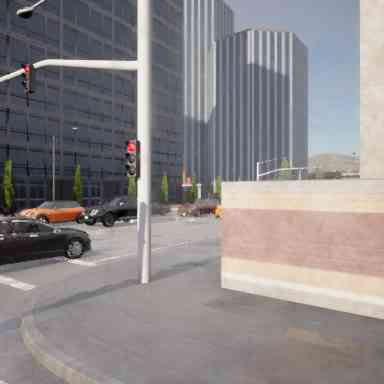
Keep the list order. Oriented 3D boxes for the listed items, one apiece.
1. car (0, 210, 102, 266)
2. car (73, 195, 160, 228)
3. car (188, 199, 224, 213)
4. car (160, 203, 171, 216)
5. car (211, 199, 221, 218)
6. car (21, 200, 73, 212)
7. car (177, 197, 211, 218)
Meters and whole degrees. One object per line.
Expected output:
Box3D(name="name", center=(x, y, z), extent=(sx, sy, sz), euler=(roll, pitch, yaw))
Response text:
Box3D(name="car", center=(-5.537, 1.552, 10.592), extent=(1.837, 1.490, 4.892), euler=(0, 0, 36))
Box3D(name="car", center=(-5.132, 1.277, 23.502), extent=(2.150, 2.045, 5.566), euler=(0, 0, 36))
Box3D(name="car", center=(1.760, 1.560, 39.082), extent=(1.837, 1.490, 4.892), euler=(0, 0, 36))
Box3D(name="car", center=(-4.164, 1.603, 30.851), extent=(2.033, 1.411, 5.357), euler=(0, 0, 36))
Box3D(name="car", center=(4.024, 1.407, 29.911), extent=(2.097, 1.767, 4.553), euler=(0, 0, 36))
Box3D(name="car", center=(-9.688, 1.407, 23.155), extent=(2.097, 1.767, 4.553), euler=(0, 0, 36))
Box3D(name="car", center=(0.595, 1.407, 31.473), extent=(2.097, 1.767, 4.553), euler=(0, 0, 36))
